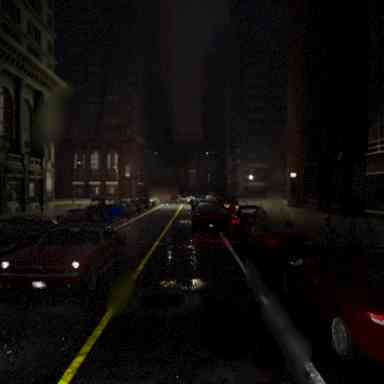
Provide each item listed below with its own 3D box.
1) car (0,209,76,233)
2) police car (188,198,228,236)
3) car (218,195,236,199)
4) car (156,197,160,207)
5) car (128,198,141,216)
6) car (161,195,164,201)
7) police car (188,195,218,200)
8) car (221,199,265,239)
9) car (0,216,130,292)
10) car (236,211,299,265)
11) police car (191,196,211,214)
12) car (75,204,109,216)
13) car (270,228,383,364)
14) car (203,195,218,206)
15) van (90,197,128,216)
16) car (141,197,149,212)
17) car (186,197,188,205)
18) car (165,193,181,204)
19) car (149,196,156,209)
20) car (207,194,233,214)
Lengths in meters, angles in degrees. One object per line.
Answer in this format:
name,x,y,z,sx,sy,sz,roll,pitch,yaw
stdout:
car,-5.768,1.502,11.196,2.008,1.369,4.403,0,0,0
police car,0.896,1.347,18.202,1.930,1.638,5.238,0,0,0
car,2.752,1.198,28.110,2.192,1.841,5.009,0,0,0
car,-5.776,1.389,45.015,1.947,1.339,4.313,0,0,0
car,-5.772,1.409,27.935,1.752,1.417,4.829,0,0,0
car,-5.777,1.355,50.652,2.008,1.369,4.403,0,0,0
police car,0.862,1.308,28.202,1.930,1.638,5.238,0,0,0
car,2.755,1.368,16.839,1.967,1.590,4.097,0,0,0
car,-3.103,1.561,8.946,1.895,1.301,4.718,0,0,0
car,2.757,1.533,11.203,1.802,1.307,4.206,0,0,0
police car,0.860,1.286,34.202,1.930,1.638,5.238,0,0,0
car,-5.769,1.510,16.833,1.802,1.307,4.206,0,0,0
car,2.758,1.557,5.567,1.802,1.307,4.206,0,0,0
car,2.747,1.244,50.655,1.967,1.590,4.097,0,0,0
van,-5.772,1.246,22.468,1.690,1.788,3.998,0,0,0
car,-5.773,1.445,33.742,1.802,1.307,4.206,0,0,0
car,-0.011,1.399,52.497,1.895,1.301,4.718,0,0,0
car,-3.017,1.297,56.659,1.837,1.490,4.892,0,0,0
car,-5.774,1.408,39.379,1.947,1.339,4.313,0,0,0
car,2.751,1.178,33.746,2.192,1.841,5.009,0,0,0
